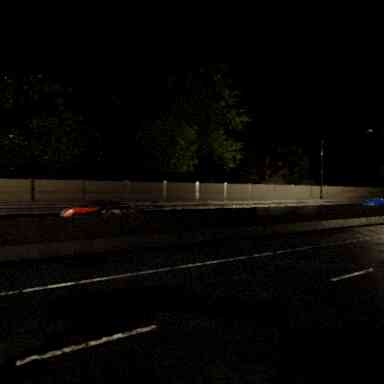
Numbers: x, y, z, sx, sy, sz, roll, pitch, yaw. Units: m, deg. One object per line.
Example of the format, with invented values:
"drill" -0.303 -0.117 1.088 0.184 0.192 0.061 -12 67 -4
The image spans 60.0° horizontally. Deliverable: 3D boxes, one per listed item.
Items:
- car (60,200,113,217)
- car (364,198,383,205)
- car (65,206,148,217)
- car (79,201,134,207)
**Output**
"car" -7.315 1.388 24.567 4.553 1.767 2.097 0 0 -35
"car" 27.347 1.714 49.218 5.008 1.535 1.882 0 0 -35
"car" -4.123 1.631 18.248 4.718 1.301 1.895 0 0 -35
"car" -5.178 1.541 21.793 4.892 1.490 1.837 0 0 -35
